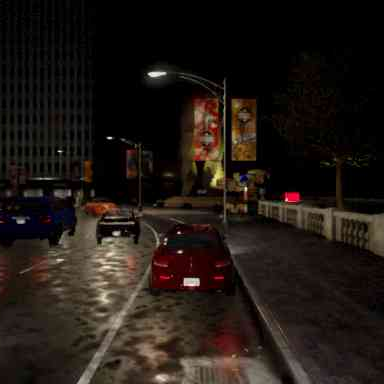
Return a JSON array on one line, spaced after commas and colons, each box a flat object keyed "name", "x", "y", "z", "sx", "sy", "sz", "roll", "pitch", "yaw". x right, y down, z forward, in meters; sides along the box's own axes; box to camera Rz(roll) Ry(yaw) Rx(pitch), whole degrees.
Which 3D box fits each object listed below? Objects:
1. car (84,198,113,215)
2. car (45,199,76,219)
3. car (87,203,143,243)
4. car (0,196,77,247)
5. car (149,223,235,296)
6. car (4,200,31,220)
[{"name": "car", "x": -8.813, "y": 1.344, "z": 31.794, "sx": 2.097, "sy": 1.767, "sz": 4.553, "roll": 0, "pitch": 0, "yaw": -30}, {"name": "car", "x": -12.070, "y": 1.469, "z": 30.410, "sx": 1.882, "sy": 1.535, "sz": 5.008, "roll": 0, "pitch": 0, "yaw": -30}, {"name": "car", "x": -3.445, "y": 1.490, "z": 16.006, "sx": 2.128, "sy": 1.511, "sz": 4.902, "roll": 0, "pitch": 0, "yaw": -8}, {"name": "car", "x": -6.864, "y": 1.212, "z": 15.291, "sx": 2.150, "sy": 2.045, "sz": 5.566, "roll": 0, "pitch": 0, "yaw": -8}, {"name": "car", "x": 0.024, "y": 1.525, "z": 8.545, "sx": 1.812, "sy": 1.442, "sz": 4.674, "roll": 0, "pitch": 0, "yaw": 1}, {"name": "car", "x": -15.147, "y": 1.467, "z": 28.712, "sx": 1.882, "sy": 1.535, "sz": 5.008, "roll": 0, "pitch": 0, "yaw": -30}]
